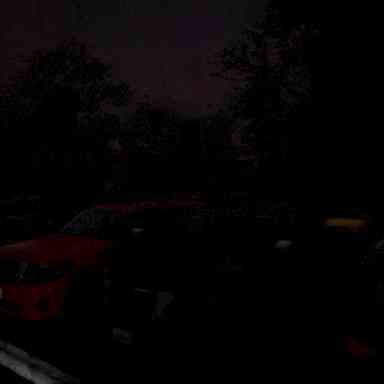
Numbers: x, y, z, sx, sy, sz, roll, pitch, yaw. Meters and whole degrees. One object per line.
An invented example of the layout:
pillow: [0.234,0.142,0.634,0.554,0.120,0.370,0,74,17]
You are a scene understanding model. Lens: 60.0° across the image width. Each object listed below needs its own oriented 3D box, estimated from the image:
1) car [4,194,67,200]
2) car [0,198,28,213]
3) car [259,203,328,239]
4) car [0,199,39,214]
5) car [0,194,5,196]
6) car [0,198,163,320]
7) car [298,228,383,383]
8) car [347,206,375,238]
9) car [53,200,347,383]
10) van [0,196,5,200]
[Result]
car: [-14.872,1.264,32.934,2.435,2.045,5.566,0,0,35]
car: [-21.590,1.530,37.689,2.097,1.535,5.008,0,0,35]
car: [5.777,1.488,18.448,2.231,1.521,4.892,0,0,35]
car: [-19.412,1.563,36.160,2.002,1.452,4.674,0,0,35]
car: [-17.050,1.267,34.465,2.435,2.045,5.566,0,0,35]
car: [-1.465,1.234,7.509,2.435,2.045,5.566,0,0,35]
car: [3.135,1.519,4.304,2.002,1.452,4.674,0,0,35]
car: [7.938,1.481,16.695,1.946,1.575,5.366,0,0,35]
car: [0.827,1.231,5.896,2.435,2.045,5.566,0,0,35]
van: [-10.687,1.272,13.889,1.878,1.987,4.442,0,0,35]
